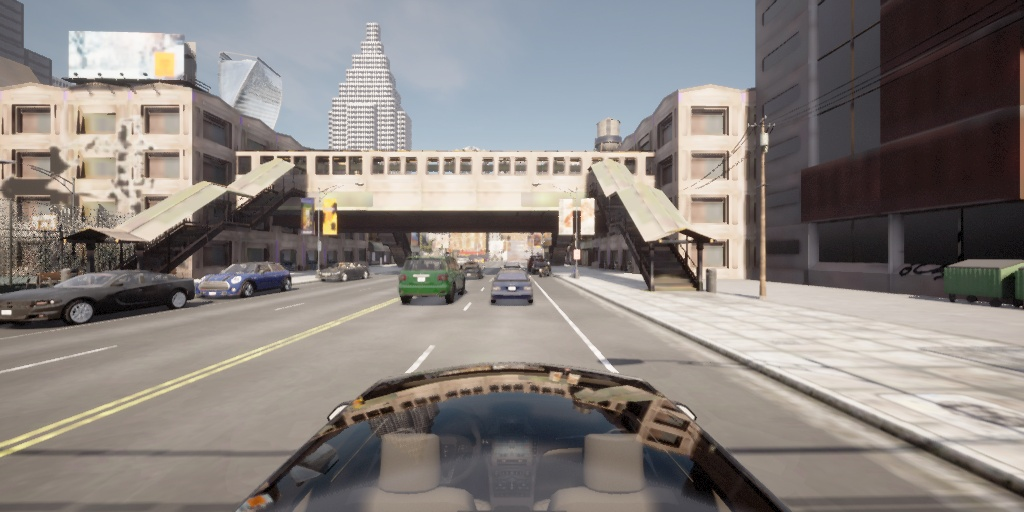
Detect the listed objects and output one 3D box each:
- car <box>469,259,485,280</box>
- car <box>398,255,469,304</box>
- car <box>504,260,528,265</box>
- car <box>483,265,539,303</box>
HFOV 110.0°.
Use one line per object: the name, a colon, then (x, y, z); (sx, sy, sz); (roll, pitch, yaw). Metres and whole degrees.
car: (-3.500, 1.264, 31.500); (1.837, 1.490, 4.892); (0, 0, 0)
car: (-3.500, 1.005, 16.530); (2.150, 2.045, 5.566); (0, 0, 0)
car: (0.000, 1.242, 31.499); (2.128, 1.511, 4.902); (0, 0, 0)
car: (0.000, 1.310, 16.500); (2.033, 1.411, 5.357); (0, 0, 0)
